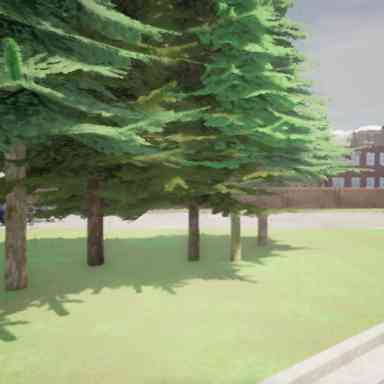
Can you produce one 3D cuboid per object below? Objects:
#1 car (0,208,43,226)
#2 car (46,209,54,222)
[{"bbox_3d":[-13.508,1.223,22.536,5.566,2.045,2.150,-1,0,3],"label":"car"},{"bbox_3d":[-12.072,1.494,25.963,4.892,1.490,1.837,-1,0,3],"label":"car"}]
